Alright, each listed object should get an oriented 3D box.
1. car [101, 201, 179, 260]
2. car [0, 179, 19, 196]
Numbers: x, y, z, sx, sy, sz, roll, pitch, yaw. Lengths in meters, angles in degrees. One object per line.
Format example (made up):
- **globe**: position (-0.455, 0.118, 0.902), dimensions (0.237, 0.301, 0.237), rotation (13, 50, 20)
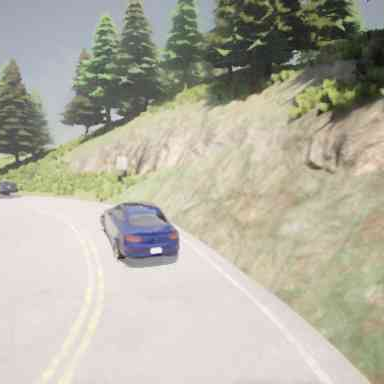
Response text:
- **car**: position (-1.839, 1.032, 11.122), dimensions (1.812, 1.442, 4.674), rotation (-2, 10, -22)
- **car**: position (-15.141, -0.374, 23.985), dimensions (5.357, 1.411, 2.033), rotation (2, 5, 19)
